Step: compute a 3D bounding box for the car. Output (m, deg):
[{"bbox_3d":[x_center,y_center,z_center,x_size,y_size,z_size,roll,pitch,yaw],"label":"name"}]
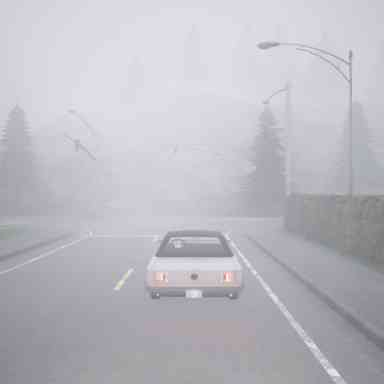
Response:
[{"bbox_3d":[0.061,1.601,8.382,1.895,1.301,4.718,0,0,0],"label":"car"}]
